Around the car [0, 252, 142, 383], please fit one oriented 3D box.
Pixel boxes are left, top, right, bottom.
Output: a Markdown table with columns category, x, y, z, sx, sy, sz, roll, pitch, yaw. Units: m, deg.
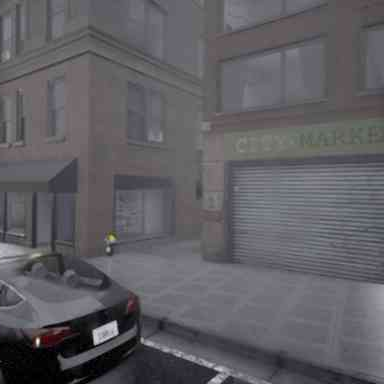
| category | x | y | z | sx | sy | sz | roll | pitch | yaw |
| --- | --- | --- | --- | --- | --- | --- | --- | --- | --- |
| car | -2.629 | 1.568 | 4.837 | 4.313 | 1.339 | 1.947 | 0 | 1 | 36 |
